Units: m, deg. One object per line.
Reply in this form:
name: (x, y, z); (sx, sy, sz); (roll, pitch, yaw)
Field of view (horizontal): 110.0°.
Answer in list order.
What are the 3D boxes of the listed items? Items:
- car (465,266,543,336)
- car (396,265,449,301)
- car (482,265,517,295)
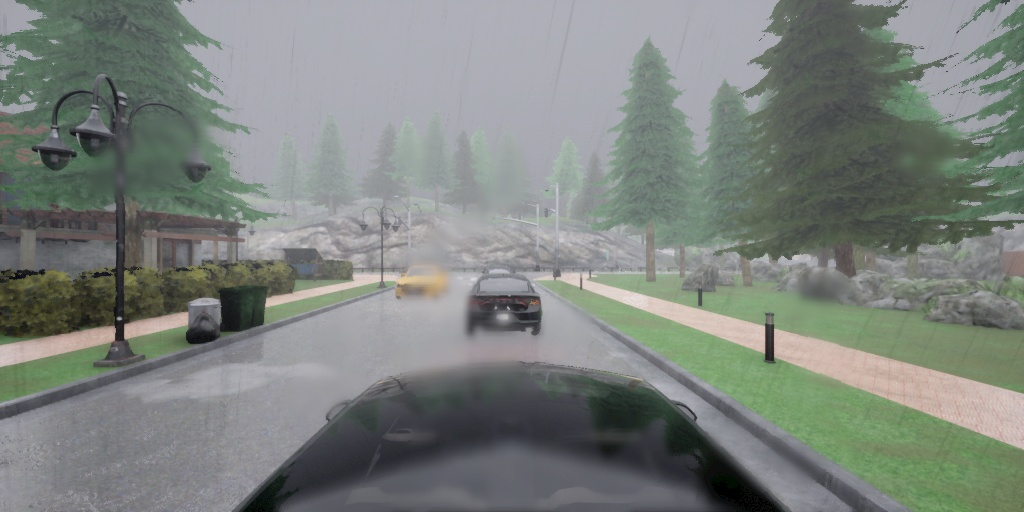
car: (-0.269, 1.228, 10.474); (1.882, 1.535, 5.008); (0, 0, -3)
car: (-4.273, 1.227, 17.713); (1.882, 1.535, 5.008); (0, 0, -3)
car: (-0.766, 1.275, 20.662); (1.812, 1.442, 4.674); (0, 0, -3)
